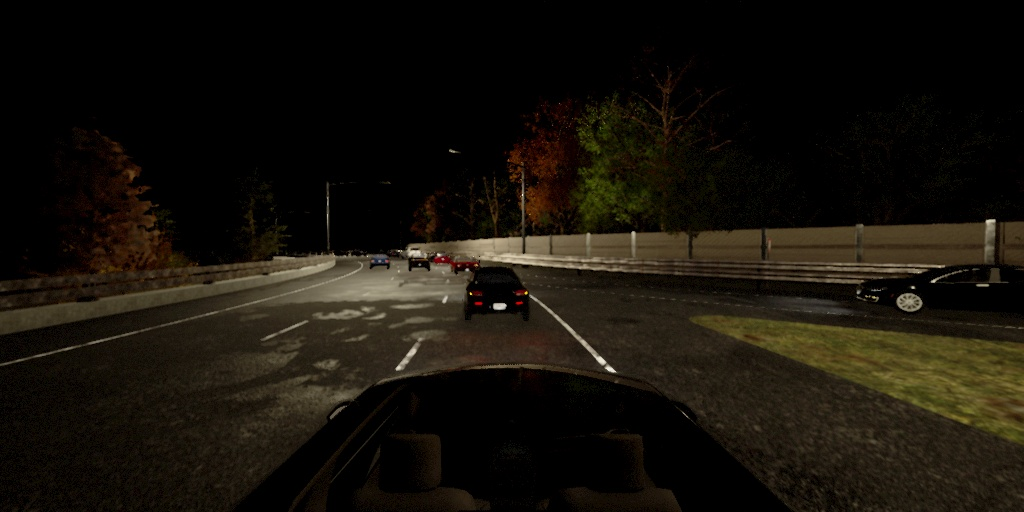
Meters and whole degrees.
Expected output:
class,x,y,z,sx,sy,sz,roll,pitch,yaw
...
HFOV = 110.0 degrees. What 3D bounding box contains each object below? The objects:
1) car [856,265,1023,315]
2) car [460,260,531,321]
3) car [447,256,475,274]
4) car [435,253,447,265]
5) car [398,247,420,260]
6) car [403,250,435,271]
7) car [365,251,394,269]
class,x,y,z,sx,sy,sz,roll,pitch,yaw
car,13.697,1.012,10.767,4.892,1.490,1.837,1,2,32
car,-0.559,1.041,11.309,1.812,1.442,4.674,0,1,-6
car,-3.873,0.693,28.744,1.895,1.301,4.718,0,1,-15
car,-8.831,0.299,43.583,1.994,1.385,4.181,-1,1,-23
car,-16.615,-0.414,58.912,2.150,2.045,5.566,-1,1,-31
car,-8.558,0.492,32.777,2.128,1.511,4.902,0,1,-17
car,-13.120,0.484,35.638,2.033,1.411,5.357,-1,1,-20
